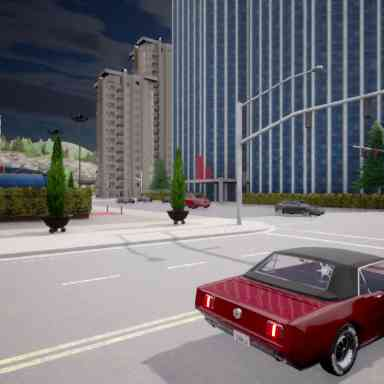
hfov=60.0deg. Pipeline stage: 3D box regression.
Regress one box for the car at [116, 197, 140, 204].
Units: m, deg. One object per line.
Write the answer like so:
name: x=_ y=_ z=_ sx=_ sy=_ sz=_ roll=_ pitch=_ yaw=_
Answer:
car: x=-12.336 y=1.547 z=61.744 sx=2.033 sy=1.411 sz=5.357 roll=0 pitch=0 yaw=-36

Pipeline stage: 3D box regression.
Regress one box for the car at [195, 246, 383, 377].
car: x=2.459 y=1.601 z=5.564 sx=4.718 sy=1.301 sz=1.895 roll=0 pitch=0 yaw=-35

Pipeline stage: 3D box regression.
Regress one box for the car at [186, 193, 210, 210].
car: x=0.043 y=1.215 z=44.492 sx=2.150 sy=2.045 sz=5.566 roll=0 pitch=1 yaw=-39

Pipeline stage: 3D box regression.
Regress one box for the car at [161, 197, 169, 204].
car: x=-3.983 y=1.491 z=62.332 sx=2.128 sy=1.511 sz=4.902 roll=0 pitch=0 yaw=-36

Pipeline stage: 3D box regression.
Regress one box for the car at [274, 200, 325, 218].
car: x=9.929 y=1.505 z=30.981 sx=1.837 sy=1.490 sz=4.892 roll=0 pitch=0 yaw=-36

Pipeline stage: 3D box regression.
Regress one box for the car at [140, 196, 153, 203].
car: x=-10.155 y=1.511 z=70.722 sx=2.128 sy=1.511 sz=4.902 roll=0 pitch=0 yaw=-36
